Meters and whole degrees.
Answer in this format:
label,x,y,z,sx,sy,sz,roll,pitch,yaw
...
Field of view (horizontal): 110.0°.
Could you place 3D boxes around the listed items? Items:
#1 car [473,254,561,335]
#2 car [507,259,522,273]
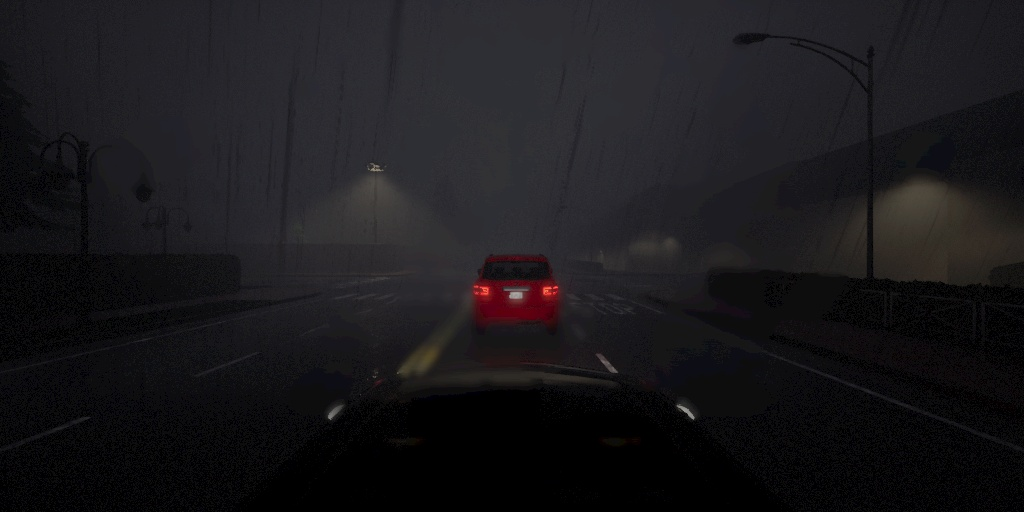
label,x,y,z,sx,sy,sz,roll,pitch,yaw
car,0.113,0.971,10.698,2.150,2.045,5.566,0,0,0
car,0.317,1.228,45.553,1.882,1.535,5.008,0,0,1
